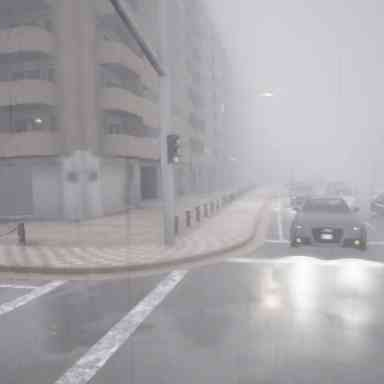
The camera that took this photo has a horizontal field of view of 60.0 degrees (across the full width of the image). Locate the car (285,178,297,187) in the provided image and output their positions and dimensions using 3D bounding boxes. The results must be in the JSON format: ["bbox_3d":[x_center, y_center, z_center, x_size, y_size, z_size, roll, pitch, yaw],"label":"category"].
[{"bbox_3d":[16.515,-1.640,55.447,1.812,1.442,4.674,-1,3,15],"label":"car"}]

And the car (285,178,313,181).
[{"bbox_3d":[10.298,-0.385,32.354,1.837,1.490,4.892,-1,3,15],"label":"car"}]

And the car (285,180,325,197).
[{"bbox_3d":[7.920,0.129,23.868,2.033,1.411,5.357,-1,3,15],"label":"car"}]

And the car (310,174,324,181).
[{"bbox_3d":[18.327,-1.597,48.734,2.150,2.045,5.566,-1,3,15],"label":"car"}]

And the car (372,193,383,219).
[{"bbox_3d":[8.988,0.571,13.947,1.994,1.385,4.181,-1,3,14],"label":"car"}]

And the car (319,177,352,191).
[{"bbox_3d":[13.392,-0.370,30.761,2.033,1.411,5.357,-1,3,15],"label":"car"}]

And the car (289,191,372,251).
[{"bbox_3d":[4.256,0.882,10.650,1.994,1.385,4.181,-1,3,20],"label":"car"}]

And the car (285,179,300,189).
[{"bbox_3d":[14.379,-1.166,47.583,1.994,1.385,4.181,-1,3,16],"label":"car"}]
